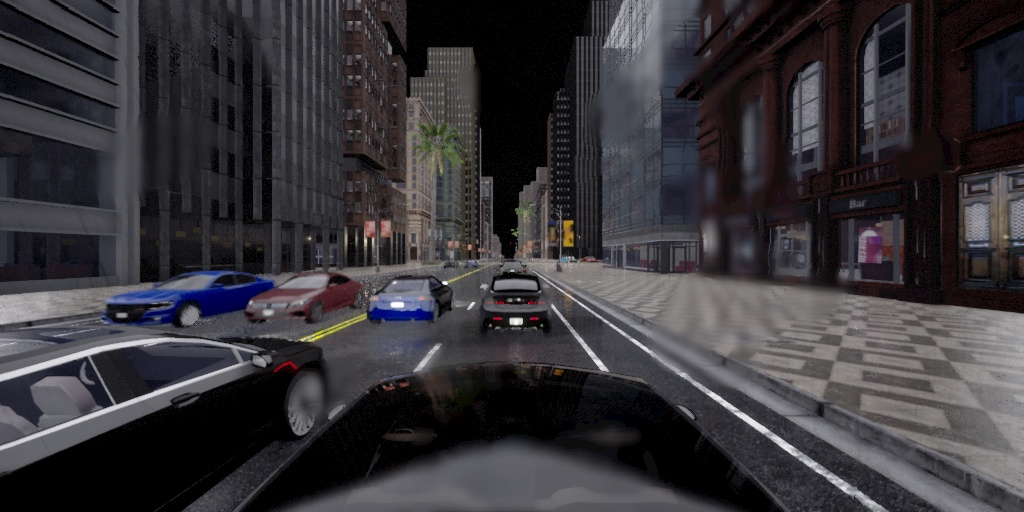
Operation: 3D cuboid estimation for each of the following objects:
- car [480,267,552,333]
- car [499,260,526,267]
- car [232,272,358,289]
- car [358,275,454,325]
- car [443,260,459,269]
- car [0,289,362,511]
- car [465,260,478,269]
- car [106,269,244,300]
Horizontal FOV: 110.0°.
[{"bbox_3d":[0.093,1.258,10.732,1.837,1.490,4.892,0,0,0],"label":"car"},{"bbox_3d":[0.067,1.107,28.321,2.097,1.767,4.553,0,0,1],"label":"car"},{"bbox_3d":[-6.608,1.278,12.046,1.812,1.442,4.674,0,0,0],"label":"car"},{"bbox_3d":[-3.158,1.316,11.904,1.994,1.385,4.181,0,0,0],"label":"car"},{"bbox_3d":[-9.806,1.318,58.408,2.033,1.411,5.357,0,0,0],"label":"car"},{"bbox_3d":[-3.149,1.242,2.459,2.128,1.511,4.902,0,0,0],"label":"car"},{"bbox_3d":[-6.557,1.303,58.329,1.812,1.442,4.674,0,0,0],"label":"car"},{"bbox_3d":[-9.859,1.229,11.556,1.882,1.535,5.008,0,0,0],"label":"car"}]
